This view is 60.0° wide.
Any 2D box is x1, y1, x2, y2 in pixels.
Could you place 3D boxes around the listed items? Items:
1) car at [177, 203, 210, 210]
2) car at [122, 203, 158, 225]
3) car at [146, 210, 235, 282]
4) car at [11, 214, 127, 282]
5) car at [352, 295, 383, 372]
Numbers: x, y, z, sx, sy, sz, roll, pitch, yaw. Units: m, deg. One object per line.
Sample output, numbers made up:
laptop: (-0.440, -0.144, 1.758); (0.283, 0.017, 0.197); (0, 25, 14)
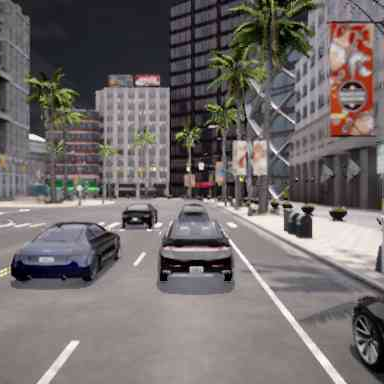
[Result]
car: (0.094, 1.508, 21.470); (1.837, 1.490, 4.892); (0, 0, 0)
car: (-3.405, 1.479, 22.425); (1.882, 1.535, 5.008); (0, 0, 0)
car: (0.096, 1.492, 9.752); (2.128, 1.511, 4.902); (0, 0, 0)
car: (-3.403, 1.563, 9.792); (1.994, 1.385, 4.181); (0, 0, 0)
car: (3.190, 1.513, 2.676); (2.161, 1.482, 4.786); (0, 0, -1)
